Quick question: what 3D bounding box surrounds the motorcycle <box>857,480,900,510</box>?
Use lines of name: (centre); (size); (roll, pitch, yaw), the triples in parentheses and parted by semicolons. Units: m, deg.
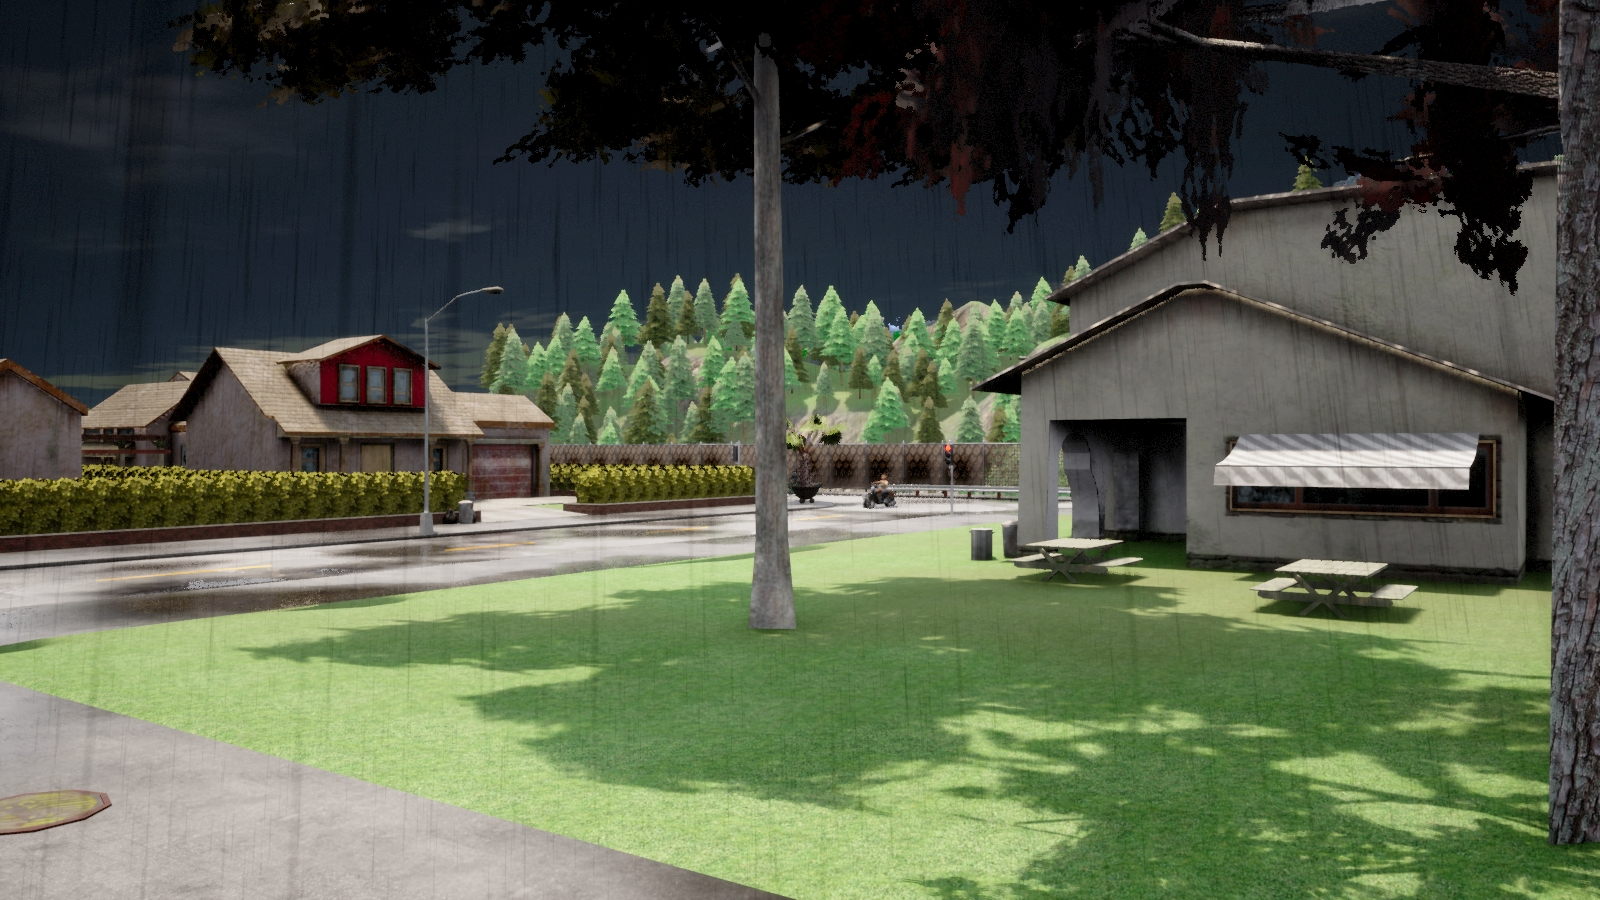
motorcycle: (3.781, 2.155, 54.742); (0.764, 1.307, 2.356); (1, 1, 40)
